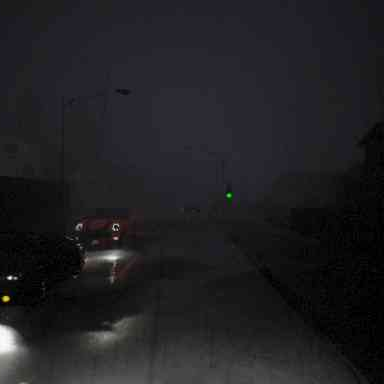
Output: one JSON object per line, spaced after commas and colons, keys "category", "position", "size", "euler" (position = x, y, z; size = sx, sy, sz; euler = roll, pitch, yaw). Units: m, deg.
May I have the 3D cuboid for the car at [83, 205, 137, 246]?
{"category": "car", "position": [-4.000, 1.500, 15.988], "size": [2.097, 1.767, 4.553], "euler": [0, -1, 0]}

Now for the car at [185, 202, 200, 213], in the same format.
{"category": "car", "position": [0.101, 1.996, 42.864], "size": [1.895, 1.301, 4.718], "euler": [0, -1, 0]}

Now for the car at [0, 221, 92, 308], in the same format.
{"category": "car", "position": [-4.094, 1.639, 7.999], "size": [1.994, 1.385, 4.181], "euler": [0, -1, 0]}
